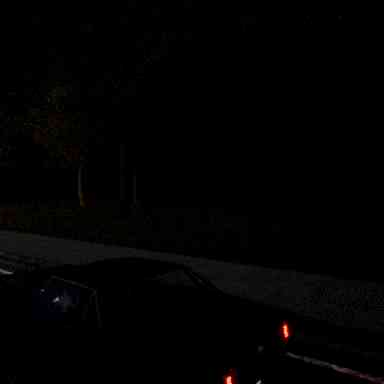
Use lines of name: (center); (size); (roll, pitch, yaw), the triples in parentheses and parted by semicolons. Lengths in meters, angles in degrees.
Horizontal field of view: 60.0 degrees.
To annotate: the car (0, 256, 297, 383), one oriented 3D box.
car: (-1.196, 1.590, 4.540); (4.718, 1.301, 1.895); (0, 0, 36)
